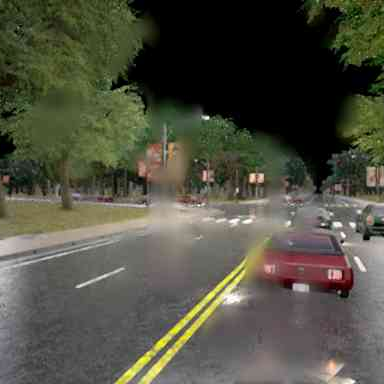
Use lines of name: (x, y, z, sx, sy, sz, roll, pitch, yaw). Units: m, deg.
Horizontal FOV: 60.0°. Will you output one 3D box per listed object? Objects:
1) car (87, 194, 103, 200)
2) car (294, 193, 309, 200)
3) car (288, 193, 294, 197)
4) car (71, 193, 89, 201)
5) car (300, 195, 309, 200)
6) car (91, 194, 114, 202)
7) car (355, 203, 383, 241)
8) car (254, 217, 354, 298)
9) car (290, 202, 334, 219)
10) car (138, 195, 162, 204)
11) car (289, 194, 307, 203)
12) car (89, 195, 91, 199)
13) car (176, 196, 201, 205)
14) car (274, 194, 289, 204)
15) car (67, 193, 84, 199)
car: (-23.774, 1.174, 81.170, 4.181, 1.385, 1.994, 0, 0, 44)
car: (24.360, 1.438, 73.770, 2.033, 1.411, 5.357, 0, 0, 21)
car: (21.241, 1.422, 74.711, 1.812, 1.442, 4.674, 0, 0, 21)
car: (-25.479, 1.180, 73.777, 4.674, 1.442, 1.812, 0, 0, 44)
car: (29.432, 1.409, 86.952, 1.812, 1.442, 4.674, 0, 0, 21)
car: (-17.624, 1.312, 66.183, 4.718, 1.301, 1.895, 0, 0, 44)
car: (9.291, 1.326, 16.237, 2.097, 1.767, 4.553, 0, 0, 21)
car: (2.925, 1.588, 8.600, 1.895, 1.301, 4.718, 0, 0, 21)
car: (6.222, 1.478, 17.319, 1.837, 1.490, 4.892, 0, 0, 21)
car: (-7.064, 1.285, 55.892, 4.902, 1.511, 2.128, 0, 0, 45)
car: (19.871, 1.514, 62.167, 1.895, 1.301, 4.718, 0, 0, 22)
car: (-26.034, 1.179, 78.834, 4.181, 1.385, 1.994, 0, 0, 44)
car: (-0.522, 1.347, 54.252, 1.812, 1.442, 4.674, 0, 0, -45)
car: (16.822, 1.439, 63.291, 1.812, 1.442, 4.674, 0, 0, 22)
car: (-30.964, 0.959, 88.120, 5.357, 1.411, 2.033, 0, 0, 44)
